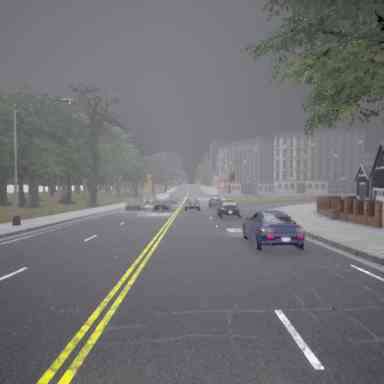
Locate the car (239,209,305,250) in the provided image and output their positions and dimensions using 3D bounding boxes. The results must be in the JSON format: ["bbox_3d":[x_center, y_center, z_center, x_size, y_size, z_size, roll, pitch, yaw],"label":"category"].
[{"bbox_3d":[3.331,1.511,14.100,1.812,1.442,4.674,0,0,0],"label":"car"}]

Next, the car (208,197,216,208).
[{"bbox_3d":[3.286,1.429,46.682,2.128,1.511,4.902,0,0,0],"label":"car"}]

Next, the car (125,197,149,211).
[{"bbox_3d":[-6.651,1.453,39.296,1.837,1.490,4.892,0,0,0],"label":"car"}]

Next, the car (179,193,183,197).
[{"bbox_3d":[-3.347,1.303,72.499,1.837,1.490,4.892,0,0,0],"label":"car"}]

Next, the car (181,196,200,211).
[{"bbox_3d":[0.046,1.494,40.441,2.033,1.411,5.357,0,0,0],"label":"car"}]

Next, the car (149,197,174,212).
[{"bbox_3d":[-3.401,1.551,38.082,1.895,1.301,4.718,0,0,0],"label":"car"}]

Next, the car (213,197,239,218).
[{"bbox_3d":[3.215,1.498,30.133,1.812,1.442,4.674,0,0,0],"label":"car"}]

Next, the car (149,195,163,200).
[{"bbox_3d":[-6.660,1.401,56.405,2.128,1.511,4.902,0,0,0],"label":"car"}]

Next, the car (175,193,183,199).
[{"bbox_3d":[-3.368,1.129,87.899,1.837,1.490,4.892,0,1,0],"label":"car"}]

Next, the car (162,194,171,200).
[{"bbox_3d":[-6.617,1.164,86.992,1.812,1.442,4.674,0,1,0],"label":"car"}]

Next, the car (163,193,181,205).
[{"bbox_3d":[-3.408,1.413,57.138,1.837,1.490,4.892,0,0,0],"label":"car"}]
